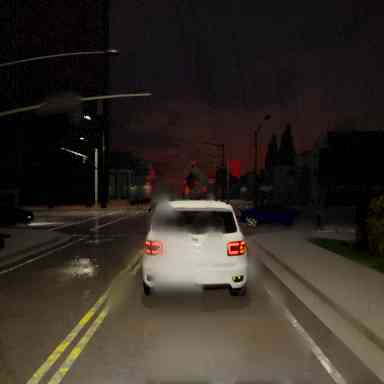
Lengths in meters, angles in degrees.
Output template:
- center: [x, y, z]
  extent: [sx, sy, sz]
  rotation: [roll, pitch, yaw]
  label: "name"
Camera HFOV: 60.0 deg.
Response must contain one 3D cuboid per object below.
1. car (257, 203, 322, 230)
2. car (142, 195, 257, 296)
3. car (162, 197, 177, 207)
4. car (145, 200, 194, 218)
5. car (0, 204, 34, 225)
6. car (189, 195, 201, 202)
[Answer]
- center: [5.507, 1.477, 21.025]
  extent: [5.008, 1.535, 1.882]
  rotation: [0, -1, 27]
  label: "car"
- center: [0.079, 1.221, 8.778]
  extent: [2.150, 2.045, 5.566]
  rotation: [0, 0, 0]
  label: "car"
- center: [-3.533, 1.564, 52.921]
  extent: [1.994, 1.385, 4.181]
  rotation: [0, 0, 0]
  label: "car"
- center: [-2.041, 1.544, 31.278]
  extent: [1.812, 1.442, 4.674]
  rotation: [1, 1, 41]
  label: "car"
- center: [-13.749, 1.644, 24.031]
  extent: [4.181, 1.385, 1.994]
  rotation: [-1, 0, 0]
  label: "car"
- center: [0.834, 1.465, 78.649]
  extent: [1.882, 1.535, 5.008]
  rotation: [0, 0, 12]
  label: "car"
